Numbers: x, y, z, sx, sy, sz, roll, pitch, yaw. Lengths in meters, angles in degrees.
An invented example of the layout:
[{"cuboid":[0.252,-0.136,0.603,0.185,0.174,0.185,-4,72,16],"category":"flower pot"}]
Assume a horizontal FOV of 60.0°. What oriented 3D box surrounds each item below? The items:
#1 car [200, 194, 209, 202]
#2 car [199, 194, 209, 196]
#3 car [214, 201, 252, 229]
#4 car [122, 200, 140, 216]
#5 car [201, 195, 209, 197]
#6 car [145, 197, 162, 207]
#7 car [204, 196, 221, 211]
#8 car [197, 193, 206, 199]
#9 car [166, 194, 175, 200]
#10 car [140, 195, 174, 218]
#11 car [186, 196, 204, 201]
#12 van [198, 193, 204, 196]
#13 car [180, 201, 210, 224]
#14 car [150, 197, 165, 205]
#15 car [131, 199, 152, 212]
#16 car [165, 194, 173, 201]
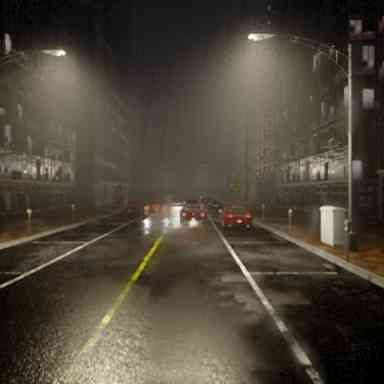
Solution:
[{"cuboid":[2.685,1.310,72.363,1.967,1.590,4.097,0,0,0],"category":"car"},{"cuboid":[2.686,1.465,60.978,1.947,1.339,4.313,0,0,0],"category":"car"},{"cuboid":[2.689,1.522,21.133,1.887,1.381,4.507,0,0,0],"category":"car"},{"cuboid":[-5.692,1.503,32.523,1.887,1.381,4.507,0,0,0],"category":"car"},{"cuboid":[2.687,1.490,49.594,1.947,1.339,4.313,0,0,0],"category":"car"},{"cuboid":[-5.694,1.469,49.601,1.887,1.381,4.507,0,0,0],"category":"car"},{"cuboid":[2.688,1.513,38.209,1.947,1.339,4.313,0,0,0],"category":"car"},{"cuboid":[2.684,1.118,95.131,2.192,1.841,5.009,0,0,0],"category":"car"},{"cuboid":[-5.698,1.371,89.450,2.008,1.369,4.403,0,0,0],"category":"car"},{"cuboid":[-3.004,1.315,29.717,2.097,1.767,4.553,0,0,0],"category":"car"},{"cuboid":[0.096,1.505,41.605,1.994,1.385,4.181,0,0,0],"category":"car"},{"cuboid":[2.686,1.226,66.671,1.690,1.788,3.998,0,0,0],"category":"van"},{"cuboid":[0.098,1.572,24.762,1.895,1.301,4.718,0,0,0],"category":"car"},{"cuboid":[-5.695,1.478,55.294,1.947,1.339,4.313,0,0,0],"category":"car"},{"cuboid":[-5.693,1.529,38.216,1.802,1.307,4.206,0,0,0],"category":"car"},{"cuboid":[-5.697,1.364,83.586,1.752,1.417,4.829,0,0,0],"category":"car"}]
